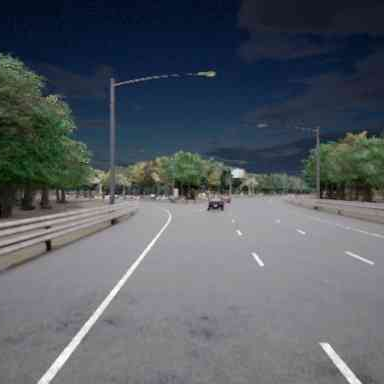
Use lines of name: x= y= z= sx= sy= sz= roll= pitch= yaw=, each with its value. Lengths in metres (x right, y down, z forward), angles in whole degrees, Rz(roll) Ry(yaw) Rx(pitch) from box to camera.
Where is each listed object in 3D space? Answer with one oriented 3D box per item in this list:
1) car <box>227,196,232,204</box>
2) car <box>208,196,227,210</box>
car: x=6.718 y=1.524 z=65.642 sx=1.812 sy=1.442 sz=4.674 roll=0 pitch=0 yaw=10
car: x=3.128 y=1.473 z=42.309 sx=1.882 sy=1.535 sz=5.008 roll=0 pitch=0 yaw=7
